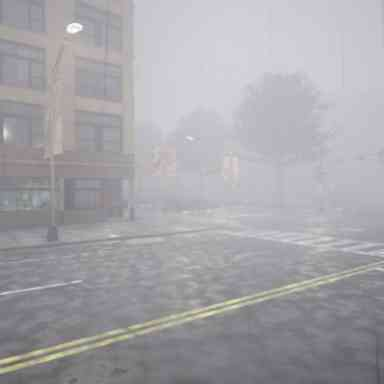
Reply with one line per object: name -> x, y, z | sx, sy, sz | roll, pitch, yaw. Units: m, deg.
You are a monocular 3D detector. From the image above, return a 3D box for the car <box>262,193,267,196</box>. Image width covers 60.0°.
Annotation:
car -> 20.138, 1.038, 88.896 | 1.895, 1.301, 4.718 | 0, 0, -36

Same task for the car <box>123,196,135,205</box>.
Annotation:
car -> -11.751, 1.340, 54.514 | 1.882, 1.535, 5.008 | 0, 0, -35

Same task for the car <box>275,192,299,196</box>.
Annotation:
car -> 20.895, 0.942, 74.959 | 2.002, 1.452, 4.674 | 0, 0, -36

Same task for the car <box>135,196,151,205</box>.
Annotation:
car -> -9.003, 1.391, 56.692 | 2.033, 1.411, 5.357 | 0, 0, -35

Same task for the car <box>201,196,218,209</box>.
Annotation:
car -> 1.297, 1.340, 42.066 | 1.837, 1.490, 4.892 | 0, 2, -35

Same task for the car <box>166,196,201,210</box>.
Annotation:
car -> -1.372, 1.361, 39.780 | 1.837, 1.490, 4.892 | 0, 2, -35

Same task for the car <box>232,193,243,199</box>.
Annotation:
car -> 10.455, 1.059, 82.494 | 2.161, 1.482, 4.786 | 0, 0, -36
